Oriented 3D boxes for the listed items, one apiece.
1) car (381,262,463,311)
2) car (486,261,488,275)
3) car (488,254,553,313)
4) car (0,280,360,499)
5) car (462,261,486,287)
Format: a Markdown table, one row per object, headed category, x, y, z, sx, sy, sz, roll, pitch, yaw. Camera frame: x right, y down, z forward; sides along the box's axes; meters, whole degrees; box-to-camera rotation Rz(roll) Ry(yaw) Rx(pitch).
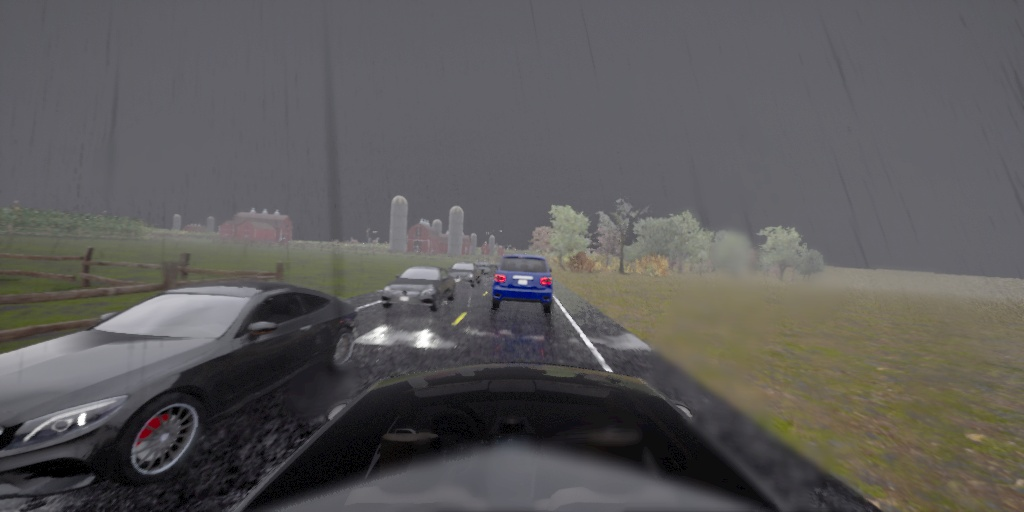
| category | x | y | z | sx | sy | sz | roll | pitch | yaw |
| --- | --- | --- | --- | --- | --- | --- | --- | --- | --- |
| car | -3.313 | 1.091 | 13.652 | 1.812 | 1.442 | 4.674 | 3 | 0 | 2 |
| car | -2.672 | 1.151 | 32.836 | 1.994 | 1.385 | 4.181 | 3 | 0 | 3 |
| car | 0.435 | 0.983 | 14.615 | 2.150 | 2.045 | 5.566 | 3 | 0 | 2 |
| car | -3.639 | 1.079 | 4.557 | 1.812 | 1.442 | 4.674 | 3 | 0 | 3 |
| car | -3.019 | 1.101 | 22.862 | 1.812 | 1.442 | 4.674 | 3 | 0 | 2 |
